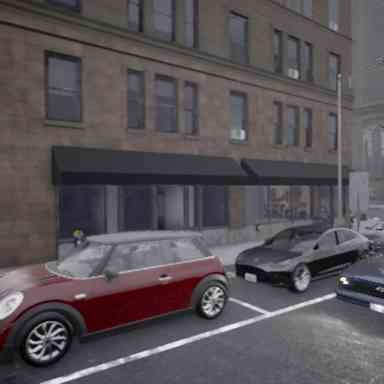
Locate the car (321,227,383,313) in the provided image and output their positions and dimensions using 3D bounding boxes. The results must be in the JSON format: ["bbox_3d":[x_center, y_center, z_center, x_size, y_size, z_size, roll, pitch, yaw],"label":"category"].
[{"bbox_3d":[5.329,1.578,7.139,5.357,1.411,2.033,0,0,-35],"label":"car"}]

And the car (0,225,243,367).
[{"bbox_3d":[-1.363,1.448,5.691,4.097,1.590,1.967,0,-1,-35],"label":"car"}]

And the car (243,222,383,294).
[{"bbox_3d":[3.120,1.594,8.887,4.313,1.339,1.947,0,-1,-35],"label":"car"}]

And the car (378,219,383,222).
[{"bbox_3d":[7.601,1.599,12.084,4.403,1.369,2.008,0,-1,-35],"label":"car"}]
